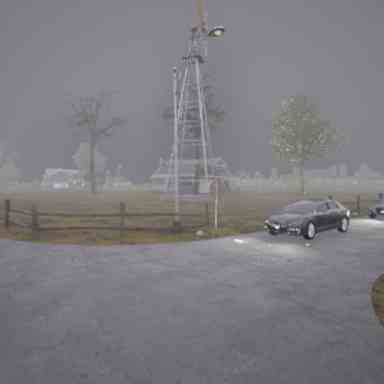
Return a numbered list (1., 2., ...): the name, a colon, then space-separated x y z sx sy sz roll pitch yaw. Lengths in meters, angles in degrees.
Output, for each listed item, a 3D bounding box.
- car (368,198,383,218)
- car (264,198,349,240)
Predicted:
1. car: 12.752 0.941 20.846 4.181 1.385 1.994 -1 1 -40
2. car: 5.113 1.070 14.488 4.892 1.490 1.837 -2 1 -41
